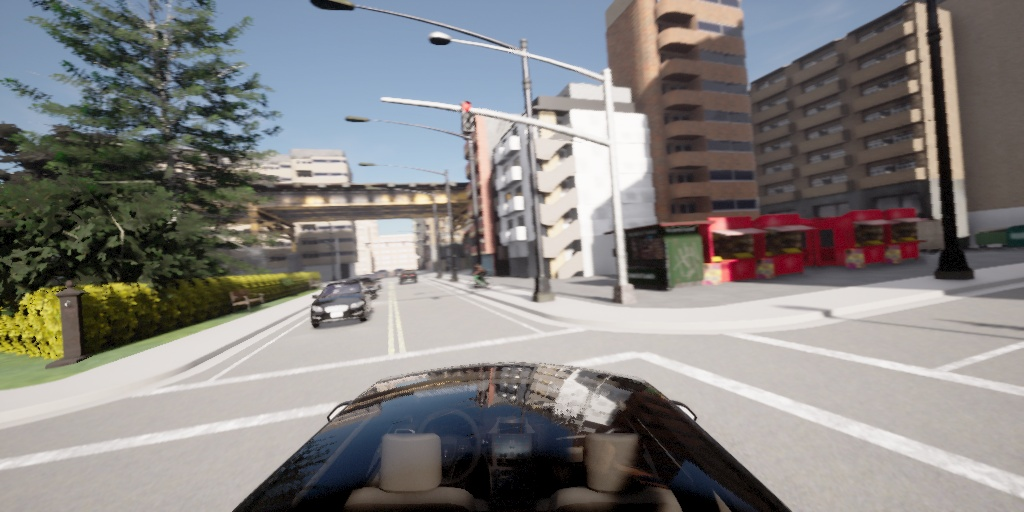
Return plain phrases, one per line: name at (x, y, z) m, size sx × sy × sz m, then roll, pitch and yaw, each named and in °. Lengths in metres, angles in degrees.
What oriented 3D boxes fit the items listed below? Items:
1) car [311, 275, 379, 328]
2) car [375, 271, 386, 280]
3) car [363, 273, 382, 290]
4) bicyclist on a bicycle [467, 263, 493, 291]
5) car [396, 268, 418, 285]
car at (-6.746, 1.795, 14.488) m, size 2.128 × 1.511 × 4.902 m, roll -4°, pitch 0°, yaw -19°
car at (-13.017, 2.407, 33.018) m, size 2.033 × 1.411 × 5.357 m, roll -4°, pitch 0°, yaw -19°
car at (-9.699, 2.091, 23.202) m, size 1.812 × 1.442 × 4.674 m, roll -4°, pitch 0°, yaw -19°
bicyclist on a bicycle at (-1.952, 1.259, 21.846) m, size 1.656 × 1.620 × 0.582 m, roll -4°, pitch 0°, yaw -19°
car at (-11.348, 2.258, 39.199) m, size 1.837 × 1.490 × 4.892 m, roll -4°, pitch 0°, yaw -19°
